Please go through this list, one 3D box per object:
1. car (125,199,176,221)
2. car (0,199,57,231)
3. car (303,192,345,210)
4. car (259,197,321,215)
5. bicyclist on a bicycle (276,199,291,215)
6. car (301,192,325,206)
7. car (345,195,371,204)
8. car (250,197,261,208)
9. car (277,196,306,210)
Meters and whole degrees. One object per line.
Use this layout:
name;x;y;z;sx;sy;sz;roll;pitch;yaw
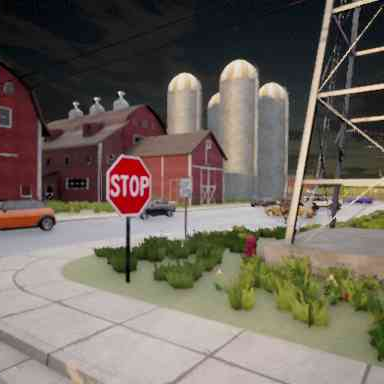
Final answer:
car;-3.218;1.294;25.536;2.128;1.511;4.902;1;0;34
car;-9.406;1.154;16.888;2.097;1.767;4.553;1;0;39
car;15.291;1.198;38.929;3.866;1.878;1.905;1;0;35
car;8.061;1.399;27.535;4.193;1.474;1.816;1;0;35
bicyclist on a bicycle;5.185;1.226;18.674;0.582;1.620;1.656;0;0;-21
car;18.615;1.057;50.973;2.150;2.045;5.566;1;0;34
car;29.104;1.361;58.807;4.611;1.667;2.242;1;0;35
car;9.481;1.345;43.955;2.033;1.411;5.357;1;0;35
car;12.780;1.330;42.397;2.128;1.511;4.902;1;0;35
